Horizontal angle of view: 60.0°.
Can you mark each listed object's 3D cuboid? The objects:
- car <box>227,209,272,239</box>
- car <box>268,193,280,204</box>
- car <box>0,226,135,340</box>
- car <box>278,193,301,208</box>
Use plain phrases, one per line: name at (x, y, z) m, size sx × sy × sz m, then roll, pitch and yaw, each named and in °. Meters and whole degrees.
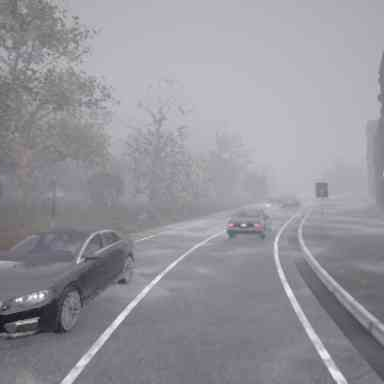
car at (3.178, 1.596, 17.869) m, size 2.033 × 1.411 × 5.357 m, roll -1°, pitch 0°, yaw 18°
car at (12.839, 0.911, 50.933) m, size 1.882 × 1.535 × 5.008 m, roll -2°, pitch 1°, yaw 23°
car at (-2.642, 1.525, 6.966) m, size 2.128 × 1.511 × 4.902 m, roll 0°, pitch 0°, yaw 8°
car at (12.257, 1.138, 40.846) m, size 1.994 × 1.385 × 4.181 m, roll -2°, pitch 1°, yaw 23°
